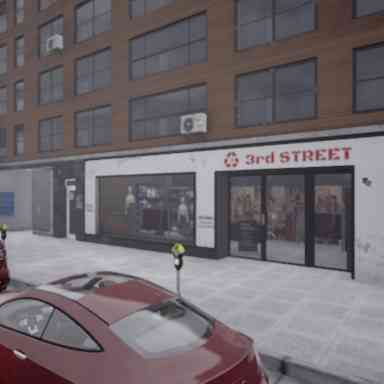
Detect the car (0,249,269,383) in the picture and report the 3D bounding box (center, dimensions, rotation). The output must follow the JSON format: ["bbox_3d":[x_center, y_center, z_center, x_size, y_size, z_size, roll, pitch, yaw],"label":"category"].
[{"bbox_3d":[-1.261,1.581,3.706,4.206,1.307,1.802,0,0,35],"label":"car"}]

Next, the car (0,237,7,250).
[{"bbox_3d":[-5.757,1.312,6.906,5.009,1.841,2.192,0,0,35],"label":"car"}]
